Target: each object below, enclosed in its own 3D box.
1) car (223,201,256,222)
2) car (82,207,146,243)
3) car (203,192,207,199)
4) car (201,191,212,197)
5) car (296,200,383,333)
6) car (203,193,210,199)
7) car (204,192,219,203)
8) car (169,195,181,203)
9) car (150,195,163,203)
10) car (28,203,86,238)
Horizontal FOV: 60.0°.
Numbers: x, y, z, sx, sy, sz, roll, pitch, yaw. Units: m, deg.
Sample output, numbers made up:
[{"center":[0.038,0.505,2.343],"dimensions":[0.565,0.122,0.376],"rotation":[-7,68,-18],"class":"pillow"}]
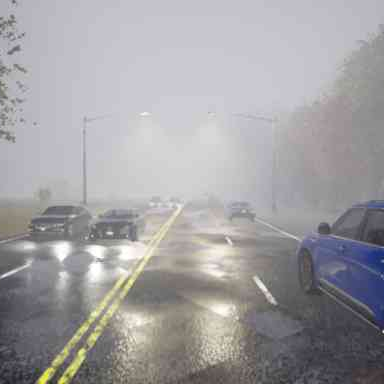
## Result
[{"center":[3.488,1.362,24.965],"dimensions":[2.033,1.411,5.357],"rotation":[2,0,0],"class":"car"},{"center":[-3.312,1.459,15.425],"dimensions":[1.994,1.385,4.181],"rotation":[0,0,0],"class":"car"},{"center":[3.727,1.201,67.729],"dimensions":[1.895,1.301,4.718],"rotation":[1,2,1],"class":"car"},{"center":[3.847,0.758,78.744],"dimensions":[2.150,2.045,5.566],"rotation":[1,-1,1],"class":"car"},{"center":[3.425,1.146,5.121],"dimensions":[2.150,2.045,5.566],"rotation":[2,0,0],"class":"car"},{"center":[3.933,0.995,89.704],"dimensions":[1.837,1.490,4.892],"rotation":[-1,0,1],"class":"car"},{"center":[3.604,1.226,56.714],"dimensions":[1.994,1.385,4.181],"rotation":[1,-1,1],"class":"car"},{"center":[-2.939,1.254,57.718],"dimensions":[1.895,1.301,4.718],"rotation":[0,0,1],"class":"car"},{"center":[-6.185,1.199,58.195],"dimensions":[1.994,1.385,4.181],"rotation":[0,0,1],"class":"car"},{"center":[-6.556,1.375,17.081],"dimensions":[1.837,1.490,4.892],"rotation":[0,0,0],"class":"car"}]
